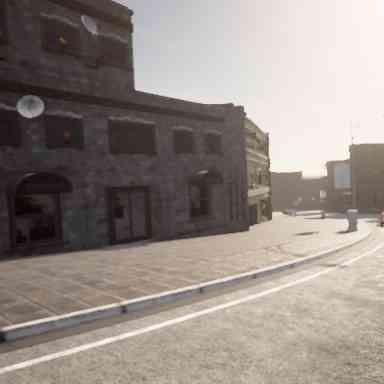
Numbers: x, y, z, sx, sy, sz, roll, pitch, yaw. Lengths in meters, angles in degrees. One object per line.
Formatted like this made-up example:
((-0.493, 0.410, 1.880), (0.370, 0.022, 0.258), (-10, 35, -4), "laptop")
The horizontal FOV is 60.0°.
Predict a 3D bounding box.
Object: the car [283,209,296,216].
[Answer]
((20.268, 4.216, 69.027), (2.128, 1.511, 4.902), (-3, -3, -3), "car")

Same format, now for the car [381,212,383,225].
((17.424, 2.014, 28.100), (2.097, 1.767, 4.553), (-2, -3, 21), "car")
